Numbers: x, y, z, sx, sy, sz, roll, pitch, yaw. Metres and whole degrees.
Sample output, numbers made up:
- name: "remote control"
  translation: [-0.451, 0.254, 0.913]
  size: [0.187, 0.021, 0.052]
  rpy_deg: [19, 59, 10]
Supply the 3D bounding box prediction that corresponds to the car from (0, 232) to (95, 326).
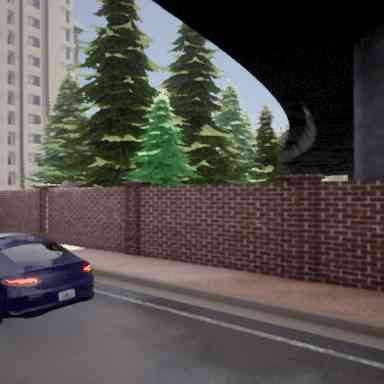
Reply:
- name: "car"
  translation: [-3.954, 1.576, 6.931]
  size: [4.674, 1.442, 1.812]
  rpy_deg: [-1, 0, 36]
